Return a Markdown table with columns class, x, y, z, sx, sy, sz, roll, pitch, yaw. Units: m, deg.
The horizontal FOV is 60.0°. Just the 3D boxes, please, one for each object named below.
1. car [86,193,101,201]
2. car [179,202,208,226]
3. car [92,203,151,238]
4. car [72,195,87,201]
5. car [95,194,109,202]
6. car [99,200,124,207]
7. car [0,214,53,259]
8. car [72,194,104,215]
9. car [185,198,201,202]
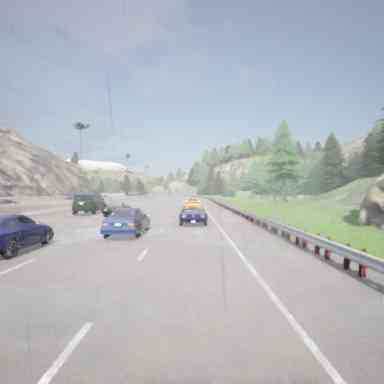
| class | x | y | z | sx | sy | sz | roll | pitch | yaw |
| --- | --- | --- | --- | --- | --- | --- | --- | --- | --- |
| car | -24.522 | 1.227 | 82.960 | 2.150 | 2.045 | 5.566 | 0 | 0 | 0 |
| car | 0.092 | 1.602 | 23.558 | 1.895 | 1.301 | 4.718 | 0 | 0 | 0 |
| car | -3.405 | 1.548 | 17.756 | 2.033 | 1.411 | 5.357 | 0 | 0 | 0 |
| car | -28.022 | 1.527 | 82.989 | 2.128 | 1.511 | 4.902 | 0 | 0 | 0 |
| car | -21.021 | 1.359 | 77.894 | 2.097 | 1.767 | 4.553 | 0 | 0 | 0 |
| car | -6.909 | 1.602 | 31.116 | 1.895 | 1.301 | 4.718 | 0 | 0 | 0 |
| car | -6.904 | 1.526 | 12.421 | 1.812 | 1.442 | 4.674 | 0 | 0 | 0 |
| car | -10.410 | 1.223 | 33.923 | 2.150 | 2.045 | 5.566 | 0 | 0 | 0 |
| car | 0.088 | 1.479 | 41.641 | 1.882 | 1.535 | 5.008 | 0 | 0 | 0 |
